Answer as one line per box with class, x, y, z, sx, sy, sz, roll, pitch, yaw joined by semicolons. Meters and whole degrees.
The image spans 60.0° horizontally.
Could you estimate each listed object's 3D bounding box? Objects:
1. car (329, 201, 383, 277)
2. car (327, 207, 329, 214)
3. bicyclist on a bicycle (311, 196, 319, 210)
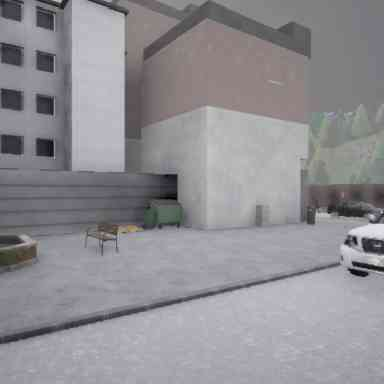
car;6.430;1.222;9.040;5.566;2.045;2.150;0;0;-34
car;13.368;1.491;26.859;2.128;1.511;4.902;0;0;-32
bicyclist on a bicycle;14.704;1.349;39.842;1.656;1.620;0.582;0;0;-36
